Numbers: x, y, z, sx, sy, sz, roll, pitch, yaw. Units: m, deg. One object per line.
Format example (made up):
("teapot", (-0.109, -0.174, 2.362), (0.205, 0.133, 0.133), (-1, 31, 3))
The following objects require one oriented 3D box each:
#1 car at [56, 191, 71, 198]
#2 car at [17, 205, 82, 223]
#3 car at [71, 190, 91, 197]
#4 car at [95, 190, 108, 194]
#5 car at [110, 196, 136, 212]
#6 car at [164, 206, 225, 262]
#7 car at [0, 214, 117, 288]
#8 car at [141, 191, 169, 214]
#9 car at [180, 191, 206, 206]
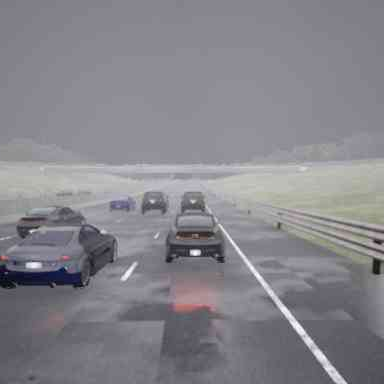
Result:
("car", (-24.488, 0.424, 64.182), (1.895, 1.301, 4.718), (0, 2, 0))
("car", (-6.898, 1.422, 16.739), (1.837, 1.490, 4.892), (0, 1, 0))
("car", (-20.989, 0.368, 64.219), (2.033, 1.411, 5.357), (0, 2, 0))
("car", (-17.496, 0.351, 64.239), (1.812, 1.442, 4.674), (0, 2, 0))
("car", (-6.894, 1.111, 33.585), (1.882, 1.535, 5.008), (0, 1, 0))
("car", (0.096, 1.464, 11.943), (1.837, 1.490, 4.892), (0, 0, 0))
("car", (-3.406, 1.543, 9.176), (1.994, 1.385, 4.181), (0, 0, 0))
("car", (-3.405, 0.905, 31.250), (2.150, 2.045, 5.566), (0, 1, 0))
("car", (0.106, 0.906, 31.188), (2.150, 2.045, 5.566), (0, 1, 0))
